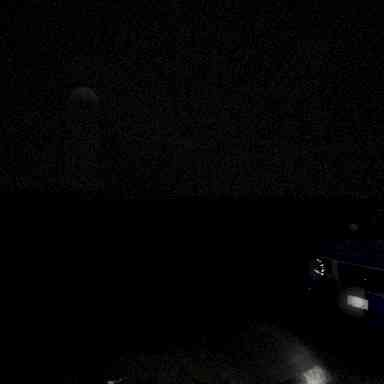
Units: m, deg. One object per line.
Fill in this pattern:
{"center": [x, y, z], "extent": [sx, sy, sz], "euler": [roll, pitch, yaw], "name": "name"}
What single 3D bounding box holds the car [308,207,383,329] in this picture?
{"center": [4.617, 1.225, 6.361], "extent": [5.566, 2.045, 2.150], "euler": [0, 0, -35], "name": "car"}
